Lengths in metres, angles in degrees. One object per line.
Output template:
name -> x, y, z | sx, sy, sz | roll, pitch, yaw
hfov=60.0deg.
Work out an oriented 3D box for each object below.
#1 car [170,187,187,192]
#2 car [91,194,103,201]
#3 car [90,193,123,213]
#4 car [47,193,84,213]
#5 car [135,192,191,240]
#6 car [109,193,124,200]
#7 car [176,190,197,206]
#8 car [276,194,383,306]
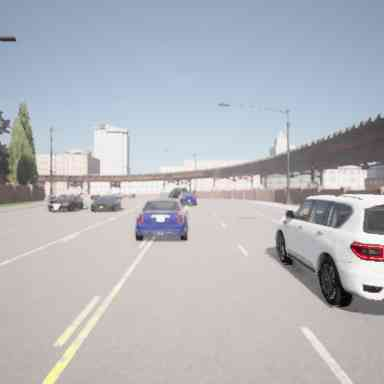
car -> -1.886, 0.358, 47.614 | 2.150, 2.045, 5.566 | 0, 0, -13
car -> -19.559, 1.043, 68.287 | 1.994, 1.385, 4.181 | 0, -1, -23
car -> -7.225, 0.971, 28.319 | 1.994, 1.385, 4.181 | 0, 1, -1
car -> -10.711, 0.892, 28.533 | 2.128, 1.511, 4.902 | 0, 1, -2
car -> -1.221, 1.035, 15.031 | 2.097, 1.767, 4.553 | 0, 1, 0
car -> -15.533, 0.989, 67.906 | 2.033, 1.411, 5.357 | 0, -1, -23
car -> -0.536, 0.750, 37.767 | 1.812, 1.442, 4.674 | 0, 1, -6
car -> 3.604, 1.057, 7.744 | 2.150, 2.045, 5.566 | 0, 1, 0
